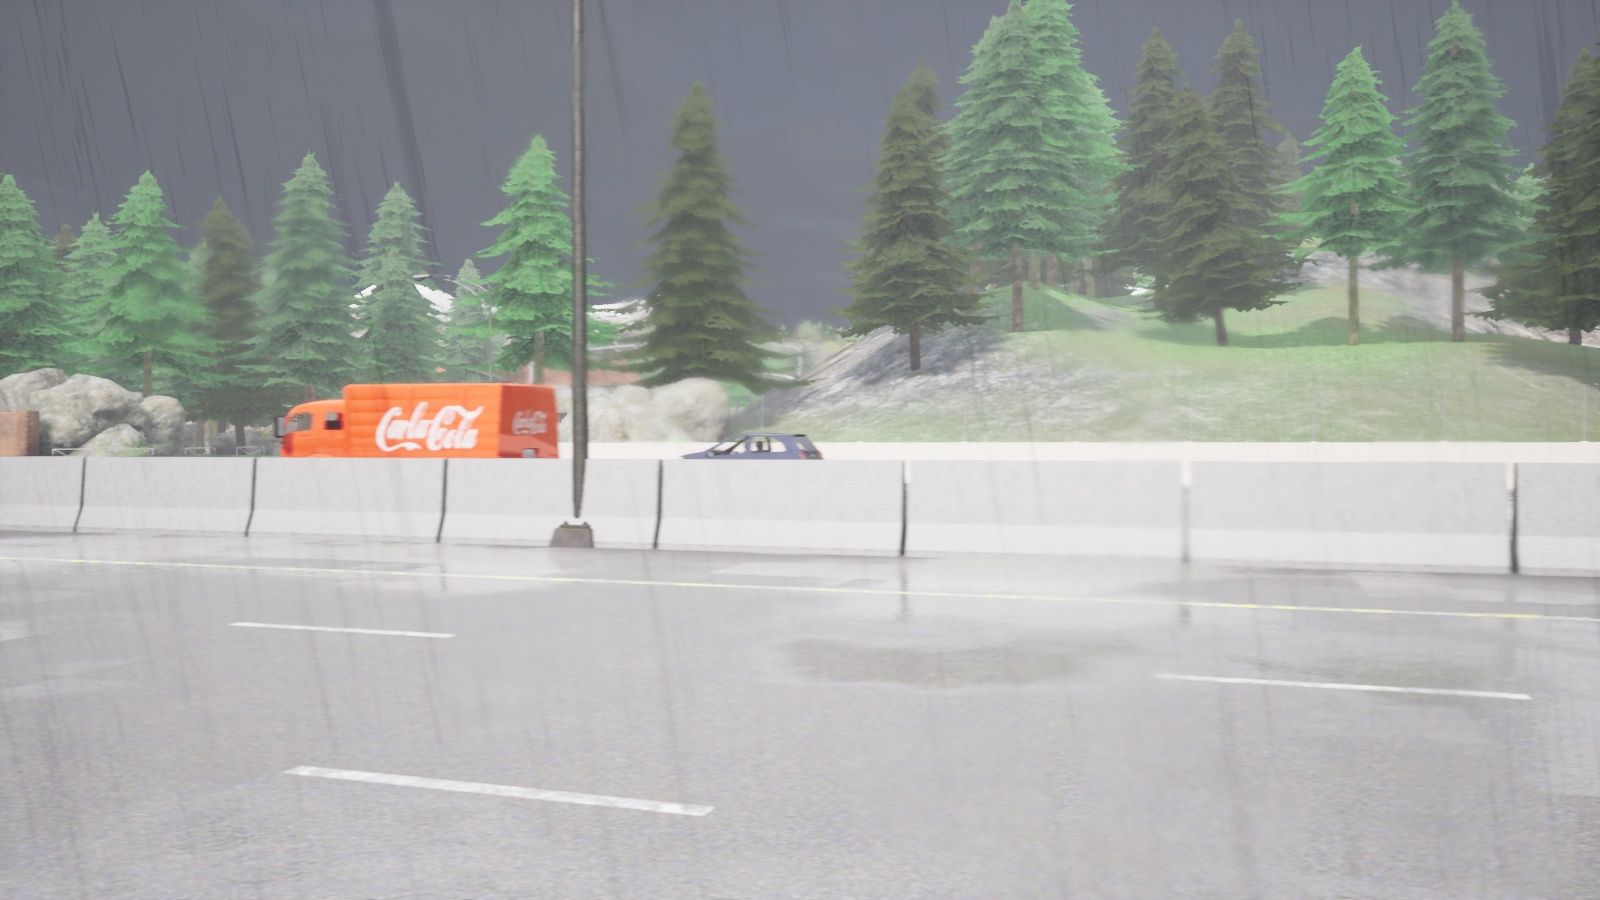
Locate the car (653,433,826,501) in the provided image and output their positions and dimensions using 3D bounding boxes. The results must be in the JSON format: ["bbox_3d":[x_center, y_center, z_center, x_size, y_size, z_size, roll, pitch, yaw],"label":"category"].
[{"bbox_3d":[-1.411,0.364,29.492,3.633,1.501,1.845,1,1,20],"label":"car"}]

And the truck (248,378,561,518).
[{"bbox_3d":[-7.568,-0.075,24.195,5.204,2.467,2.627,1,1,19],"label":"truck"}]
